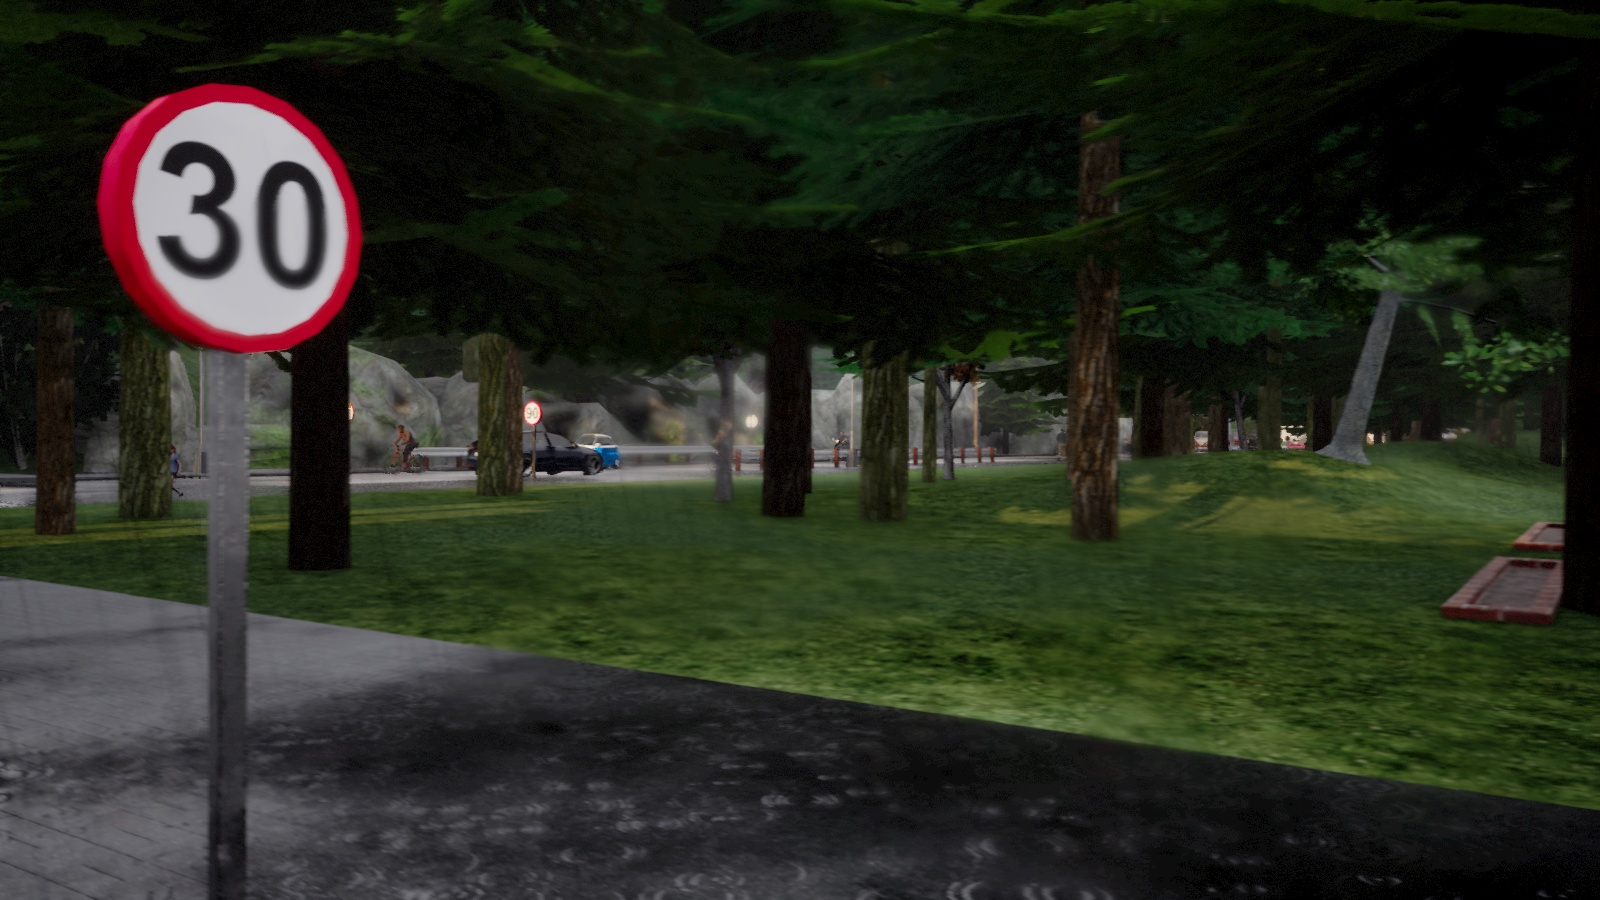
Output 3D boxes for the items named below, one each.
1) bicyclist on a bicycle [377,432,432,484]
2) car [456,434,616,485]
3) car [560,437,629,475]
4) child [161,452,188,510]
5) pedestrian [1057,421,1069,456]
[{"bbox_3d":[-12.666,0.250,40.231,0.582,1.620,1.656,0,1,33],"label":"bicyclist on a bicycle"},{"bbox_3d":[-8.260,0.265,39.658,2.163,1.488,4.792,0,1,33],"label":"car"},{"bbox_3d":[-7.789,0.206,47.669,1.481,1.376,2.207,0,1,33],"label":"car"},{"bbox_3d":[-12.173,0.598,24.443,0.255,1.110,0.394,0,1,32],"label":"child"},{"bbox_3d":[13.971,-0.597,66.797,0.402,1.842,0.726,0,1,30],"label":"pedestrian"}]
